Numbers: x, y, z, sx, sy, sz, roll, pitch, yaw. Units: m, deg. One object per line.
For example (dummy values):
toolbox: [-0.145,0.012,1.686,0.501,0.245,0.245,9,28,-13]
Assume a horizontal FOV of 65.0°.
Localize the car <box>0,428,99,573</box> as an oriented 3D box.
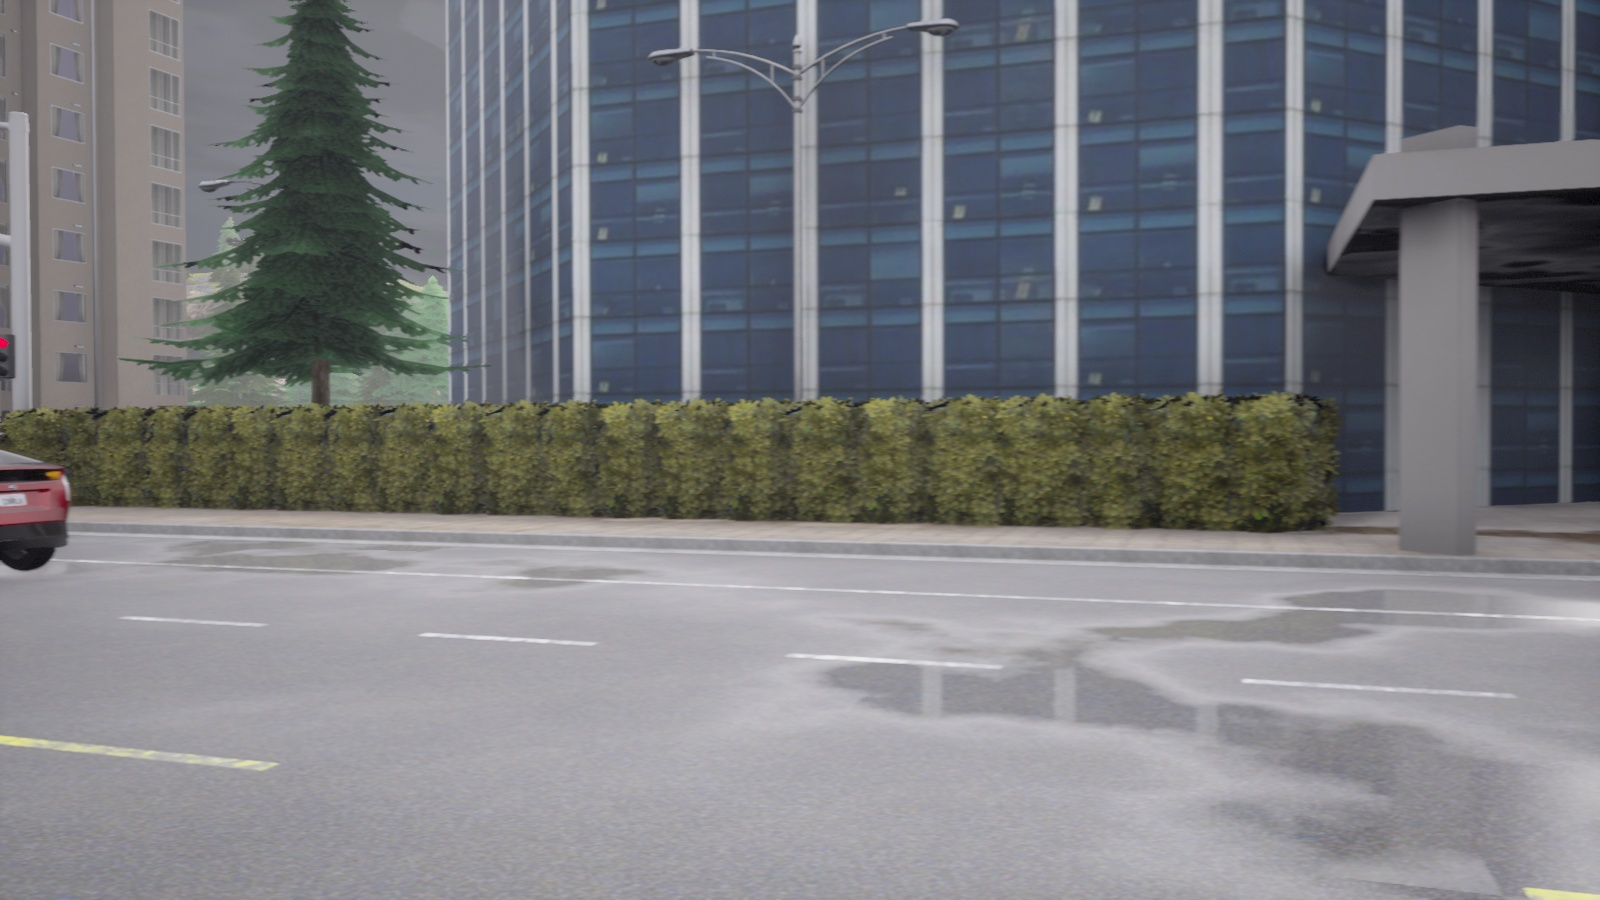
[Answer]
car: [-10.470,0.508,14.101,4.514,1.525,2.007,1,1,19]
